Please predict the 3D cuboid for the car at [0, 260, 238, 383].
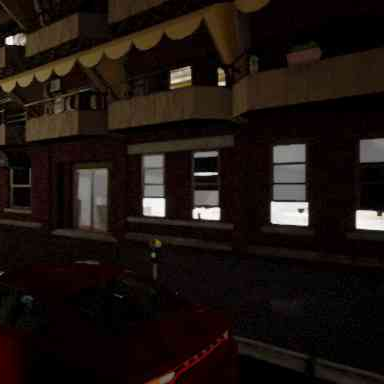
[{"bbox_3d":[-1.667,1.519,3.990,4.507,1.381,1.887,0,1,34],"label":"car"}]
